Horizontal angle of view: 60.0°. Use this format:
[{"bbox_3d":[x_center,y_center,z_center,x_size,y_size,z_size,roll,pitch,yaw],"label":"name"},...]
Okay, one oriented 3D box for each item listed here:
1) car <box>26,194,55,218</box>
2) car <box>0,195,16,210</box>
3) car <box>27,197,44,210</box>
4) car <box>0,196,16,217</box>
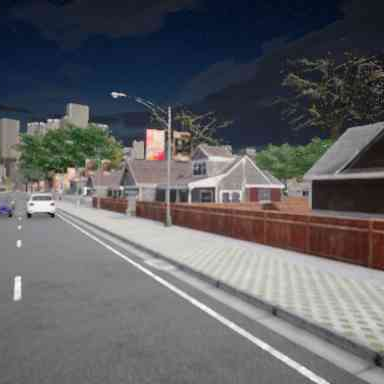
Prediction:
[{"bbox_3d":[-13.564,1.169,29.842,2.150,2.045,5.566,1,0,-27],"label":"car"},{"bbox_3d":[-23.125,1.233,41.381,2.097,1.767,4.553,1,0,-27],"label":"car"},{"bbox_3d":[-20.069,1.436,42.533,1.812,1.442,4.674,1,0,-27],"label":"car"},{"bbox_3d":[-17.065,1.268,29.590,2.097,1.767,4.553,1,0,-27],"label":"car"}]
